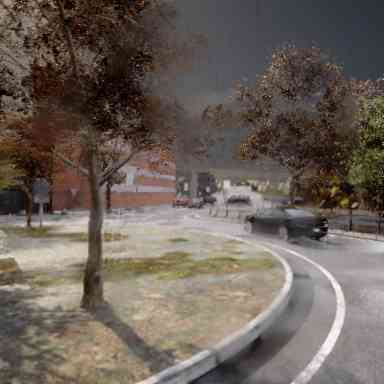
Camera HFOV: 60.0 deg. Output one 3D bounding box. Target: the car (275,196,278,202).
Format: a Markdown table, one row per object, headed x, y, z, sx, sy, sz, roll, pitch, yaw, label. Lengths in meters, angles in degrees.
| x | y | z | sx | sy | sz | roll | pitch | yaw | label |
| --- | --- | --- | --- | --- | --- | --- | --- | --- | --- |
| 24.973 | 2.277 | 86.336 | 4.892 | 1.521 | 2.231 | 1 | 0 | 8 | car |

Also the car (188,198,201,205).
| x | y | z | sx | sy | sz | roll | pitch | yaw | label |
| --- | --- | --- | --- | --- | --- | --- | --- | --- | --- |
| 0.615 | 2.036 | 72.877 | 2.128 | 1.511 | 4.902 | 1 | 0 | 9 | car |

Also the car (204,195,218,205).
| x | y | z | sx | sy | sz | roll | pitch | yaw | label |
| --- | --- | --- | --- | --- | --- | --- | --- | --- | --- |
| 3.637 | 1.762 | 71.136 | 2.150 | 2.045 | 5.566 | 1 | 0 | 9 | car |

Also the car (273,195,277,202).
| x | y | z | sx | sy | sz | roll | pitch | yaw | label |
| --- | --- | --- | --- | --- | --- | --- | --- | --- | --- |
| 25.771 | 2.321 | 91.927 | 5.008 | 1.535 | 2.097 | 1 | 0 | 8 | car |

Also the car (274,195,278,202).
| x | y | z | sx | sy | sz | roll | pitch | yaw | label |
| --- | --- | --- | --- | --- | --- | --- | --- | --- | --- |
| 25.371 | 2.299 | 89.132 | 5.008 | 1.535 | 2.097 | 1 | 0 | 8 | car |

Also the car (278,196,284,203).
| x | y | z | sx | sy | sz | roll | pitch | yaw | label |
| --- | --- | --- | --- | --- | --- | --- | --- | --- | --- |
| 23.775 | 1.952 | 78.078 | 5.566 | 2.045 | 2.435 | 1 | 0 | 8 | car |

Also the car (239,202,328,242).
| x | y | z | sx | sy | sz | roll | pitch | yaw | label |
| --- | --- | --- | --- | --- | --- | --- | --- | --- | --- |
| 4.459 | 1.479 | 16.542 | 1.882 | 1.535 | 5.008 | 2 | 0 | -21 | car |

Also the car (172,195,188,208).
| x | y | z | sx | sy | sz | roll | pitch | yaw | label |
| --- | --- | --- | --- | --- | --- | --- | --- | --- | --- |
| -1.840 | 1.588 | 57.543 | 2.150 | 2.045 | 5.566 | 1 | 0 | 9 | car |

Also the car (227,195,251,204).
| x | y | z | sx | sy | sz | roll | pitch | yaw | label |
| --- | --- | --- | --- | --- | --- | --- | --- | --- | --- |
| 10.899 | 1.805 | 76.853 | 5.566 | 2.045 | 2.435 | 1 | 0 | 8 | car |

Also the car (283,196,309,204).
| x | y | z | sx | sy | sz | roll | pitch | yaw | label |
| --- | --- | --- | --- | --- | --- | --- | --- | --- | --- |
| 22.921 | 2.015 | 72.361 | 4.553 | 1.767 | 2.185 | 1 | 0 | 8 | car |

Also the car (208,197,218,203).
| x | y | z | sx | sy | sz | roll | pitch | yaw | label |
| --- | --- | --- | --- | --- | --- | --- | --- | --- | --- |
| 5.216 | 1.974 | 81.397 | 2.128 | 1.511 | 4.902 | 1 | 0 | 9 | car |

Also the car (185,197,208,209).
| x | y | z | sx | sy | sz | roll | pitch | yaw | label |
| --- | --- | --- | --- | --- | --- | --- | --- | --- | --- |
| 0.738 | 1.898 | 52.147 | 2.033 | 1.411 | 5.357 | 1 | 0 | 9 | car |

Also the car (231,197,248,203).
| x | y | z | sx | sy | sz | roll | pitch | yaw | label |
| --- | --- | --- | --- | --- | --- | --- | --- | --- | --- |
| 13.295 | 2.232 | 93.634 | 4.792 | 1.488 | 2.163 | 1 | 0 | 8 | car |
